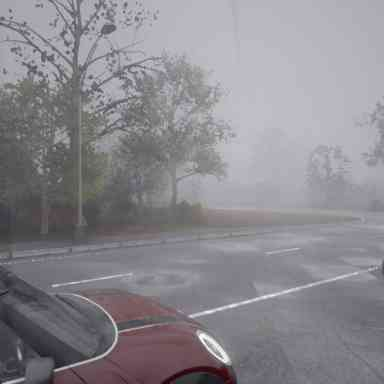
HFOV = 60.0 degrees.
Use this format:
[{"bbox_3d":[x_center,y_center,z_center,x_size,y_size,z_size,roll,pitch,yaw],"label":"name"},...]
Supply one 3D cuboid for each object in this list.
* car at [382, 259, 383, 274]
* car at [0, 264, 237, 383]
[{"bbox_3d":[6.970,1.357,8.620,4.553,1.767,2.097,0,0,-35],"label":"car"},{"bbox_3d":[-1.791,1.352,2.434,4.553,1.767,2.097,0,0,-36],"label":"car"}]
